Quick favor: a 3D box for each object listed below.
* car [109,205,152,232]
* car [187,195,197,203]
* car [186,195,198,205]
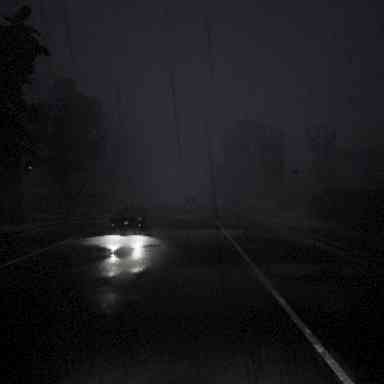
[{"bbox_3d":[-3.505,1.464,19.677,1.994,1.385,4.181,0,0,0],"label":"car"},{"bbox_3d":[-0.016,1.272,65.877,1.812,1.442,4.674,0,0,0],"label":"car"},{"bbox_3d":[-0.014,1.389,55.876,1.994,1.385,4.181,0,0,0],"label":"car"}]
